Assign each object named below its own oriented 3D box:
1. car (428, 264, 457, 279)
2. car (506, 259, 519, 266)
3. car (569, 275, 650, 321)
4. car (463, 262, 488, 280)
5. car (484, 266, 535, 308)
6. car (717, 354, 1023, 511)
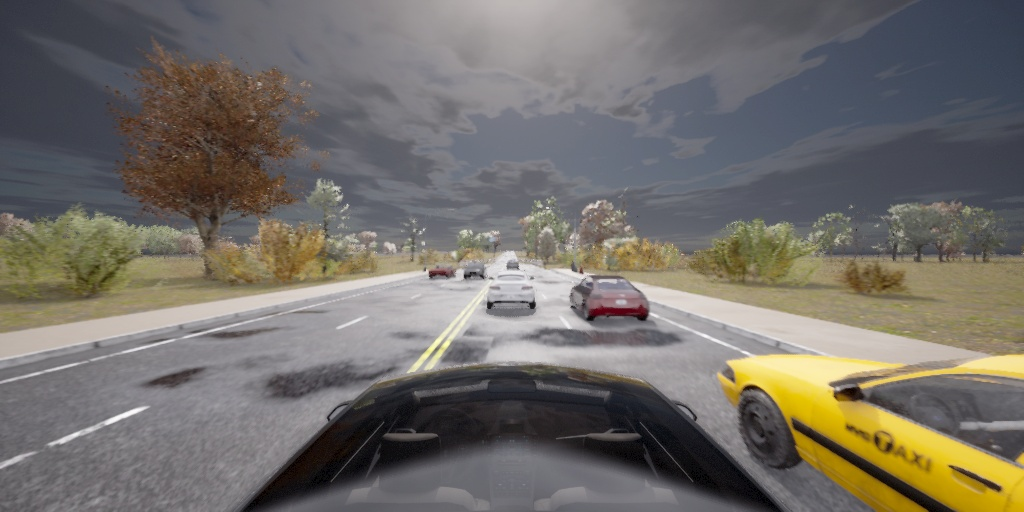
[{"bbox_3d":[-6.520,1.447,33.825,1.895,1.301,4.718,0,0,0],"label":"car"},{"bbox_3d":[0.114,1.391,54.247,2.128,1.511,4.902,0,0,0],"label":"car"},{"bbox_3d":[3.254,1.350,12.690,1.994,1.385,4.181,0,0,0],"label":"car"},{"bbox_3d":[-3.280,1.349,32.776,1.837,1.490,4.892,0,0,1],"label":"car"},{"bbox_3d":[-0.025,1.320,15.321,1.812,1.442,4.674,0,0,0],"label":"car"},{"bbox_3d":[3.250,1.207,1.880,1.801,1.575,5.366,0,0,0],"label":"car"}]
